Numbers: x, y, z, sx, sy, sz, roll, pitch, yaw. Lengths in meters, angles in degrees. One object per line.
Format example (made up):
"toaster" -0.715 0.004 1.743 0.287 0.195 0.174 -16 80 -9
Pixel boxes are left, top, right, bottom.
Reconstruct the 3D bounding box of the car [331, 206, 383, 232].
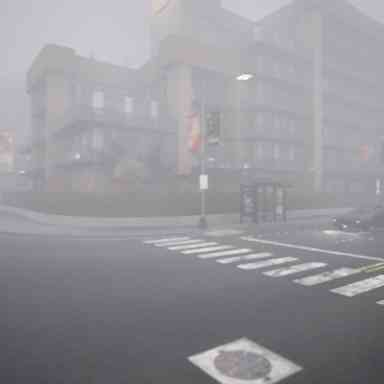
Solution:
"car" 10.749 1.541 20.186 5.357 1.411 2.033 0 0 -35
